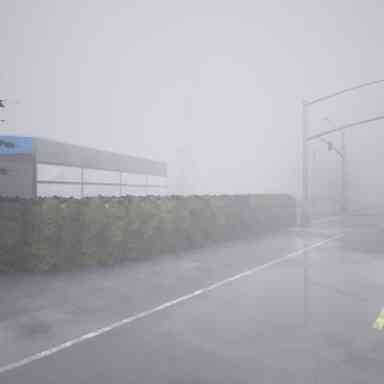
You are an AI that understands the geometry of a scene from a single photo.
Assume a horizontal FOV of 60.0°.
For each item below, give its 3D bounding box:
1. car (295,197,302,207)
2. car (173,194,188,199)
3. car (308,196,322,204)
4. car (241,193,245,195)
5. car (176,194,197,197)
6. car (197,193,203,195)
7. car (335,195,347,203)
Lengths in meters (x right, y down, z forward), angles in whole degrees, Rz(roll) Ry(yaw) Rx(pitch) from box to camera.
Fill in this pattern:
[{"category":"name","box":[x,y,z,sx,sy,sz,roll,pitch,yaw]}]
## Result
[{"category":"car","box":[13.149,1.340,44.587,2.007,1.523,4.514,0,0,38]},{"category":"car","box":[-3.021,1.232,89.786,1.970,1.475,3.806,0,0,38]},{"category":"car","box":[22.344,1.384,61.045,1.970,1.475,3.806,0,0,38]},{"category":"car","box":[12.253,1.077,78.127,1.905,1.878,3.866,0,0,38]},{"category":"car","box":[-1.695,1.298,66.086,2.007,1.523,4.514,0,0,38]},{"category":"car","box":[2.215,1.154,86.060,2.152,1.636,5.027,0,0,38]},{"category":"car","box":[29.283,1.374,65.019,1.845,1.501,3.633,0,0,38]}]
